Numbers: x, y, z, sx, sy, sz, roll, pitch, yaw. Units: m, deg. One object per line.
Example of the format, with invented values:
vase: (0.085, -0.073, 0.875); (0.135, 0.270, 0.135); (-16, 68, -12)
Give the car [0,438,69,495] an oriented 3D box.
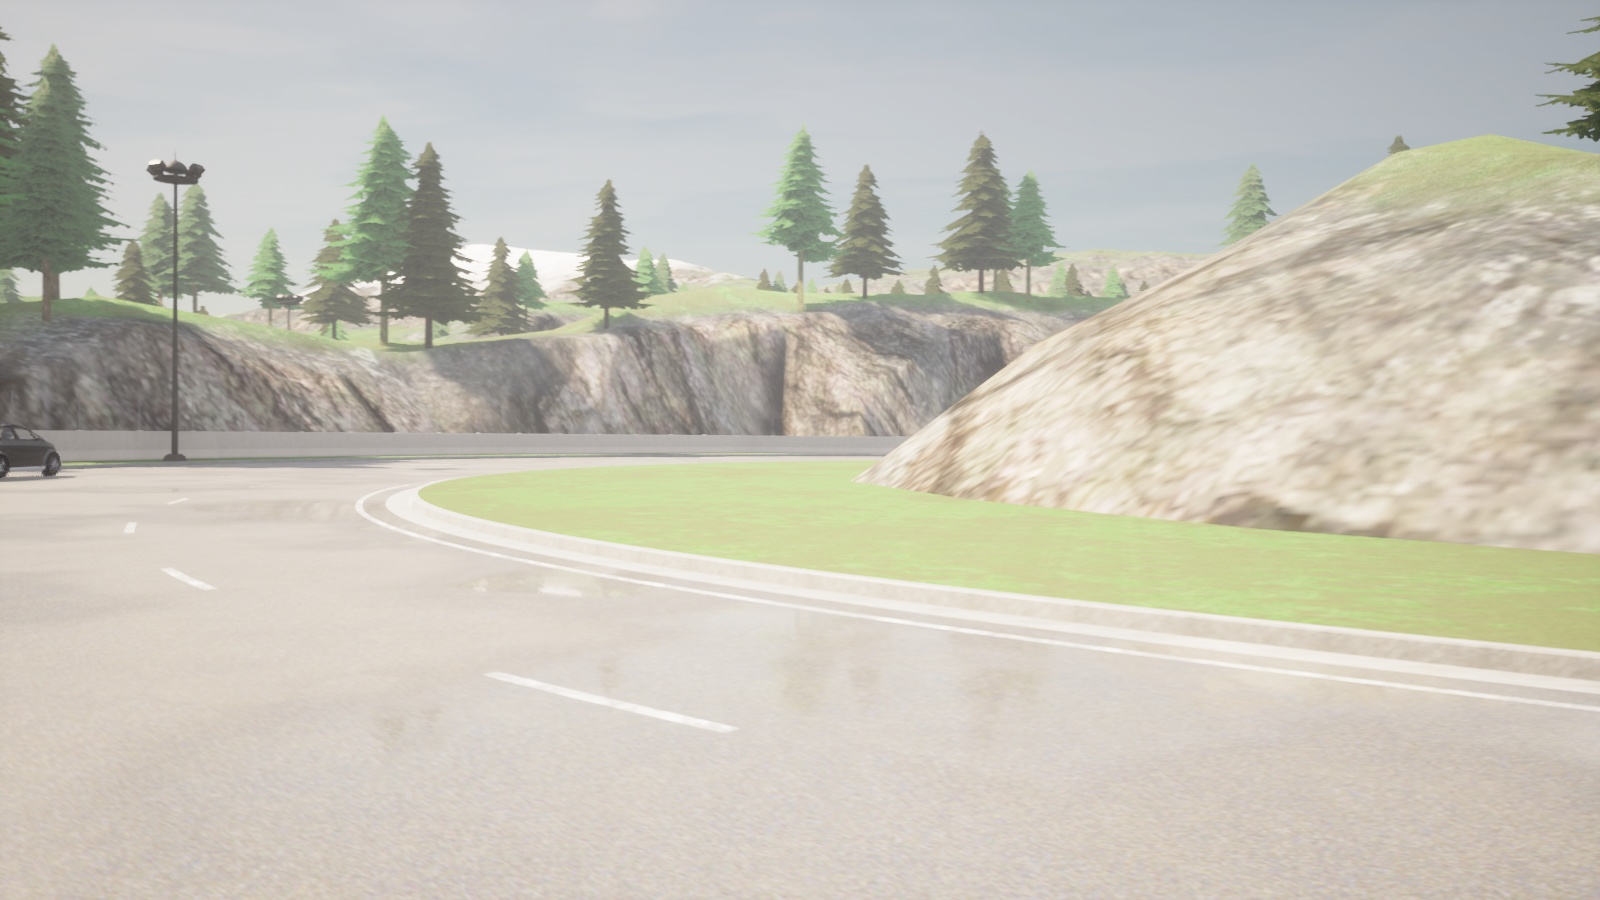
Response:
car: (-22.822, 0.444, 35.851); (1.789, 1.549, 3.705); (-1, 1, -1)
